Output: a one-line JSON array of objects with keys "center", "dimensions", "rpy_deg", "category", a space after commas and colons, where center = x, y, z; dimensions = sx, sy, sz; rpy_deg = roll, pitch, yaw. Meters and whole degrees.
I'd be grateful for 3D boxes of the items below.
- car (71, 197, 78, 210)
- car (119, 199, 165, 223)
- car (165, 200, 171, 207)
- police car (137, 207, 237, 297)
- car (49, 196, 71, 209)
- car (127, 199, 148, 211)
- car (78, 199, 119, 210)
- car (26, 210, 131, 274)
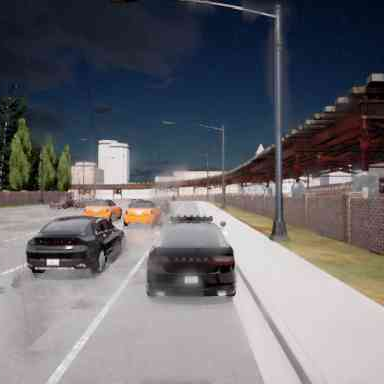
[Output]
[{"center": [-13.985, 1.583, 44.124], "dimensions": [1.994, 1.385, 4.181], "rpy_deg": [0, 0, 0], "category": "car"}, {"center": [-3.324, 1.361, 23.044], "dimensions": [2.097, 1.767, 4.553], "rpy_deg": [0, 0, 0], "category": "car"}, {"center": [-3.334, 1.563, 36.226], "dimensions": [2.033, 1.411, 5.357], "rpy_deg": [0, 0, 0], "category": "car"}, {"center": [-0.012, 1.428, 8.762], "dimensions": [1.930, 1.638, 5.238], "rpy_deg": [0, 0, 0], "category": "police car"}, {"center": [-17.481, 1.371, 44.968], "dimensions": [2.097, 1.767, 4.553], "rpy_deg": [0, 0, 0], "category": "car"}, {"center": [-6.809, 1.582, 41.908], "dimensions": [1.994, 1.385, 4.181], "rpy_deg": [0, 0, 0], "category": "car"}, {"center": [-6.813, 1.364, 25.783], "dimensions": [2.097, 1.767, 4.553], "rpy_deg": [0, 0, 0], "category": "car"}, {"center": [-3.396, 1.506, 10.552], "dimensions": [1.837, 1.490, 4.892], "rpy_deg": [0, -1, 0], "category": "car"}]
